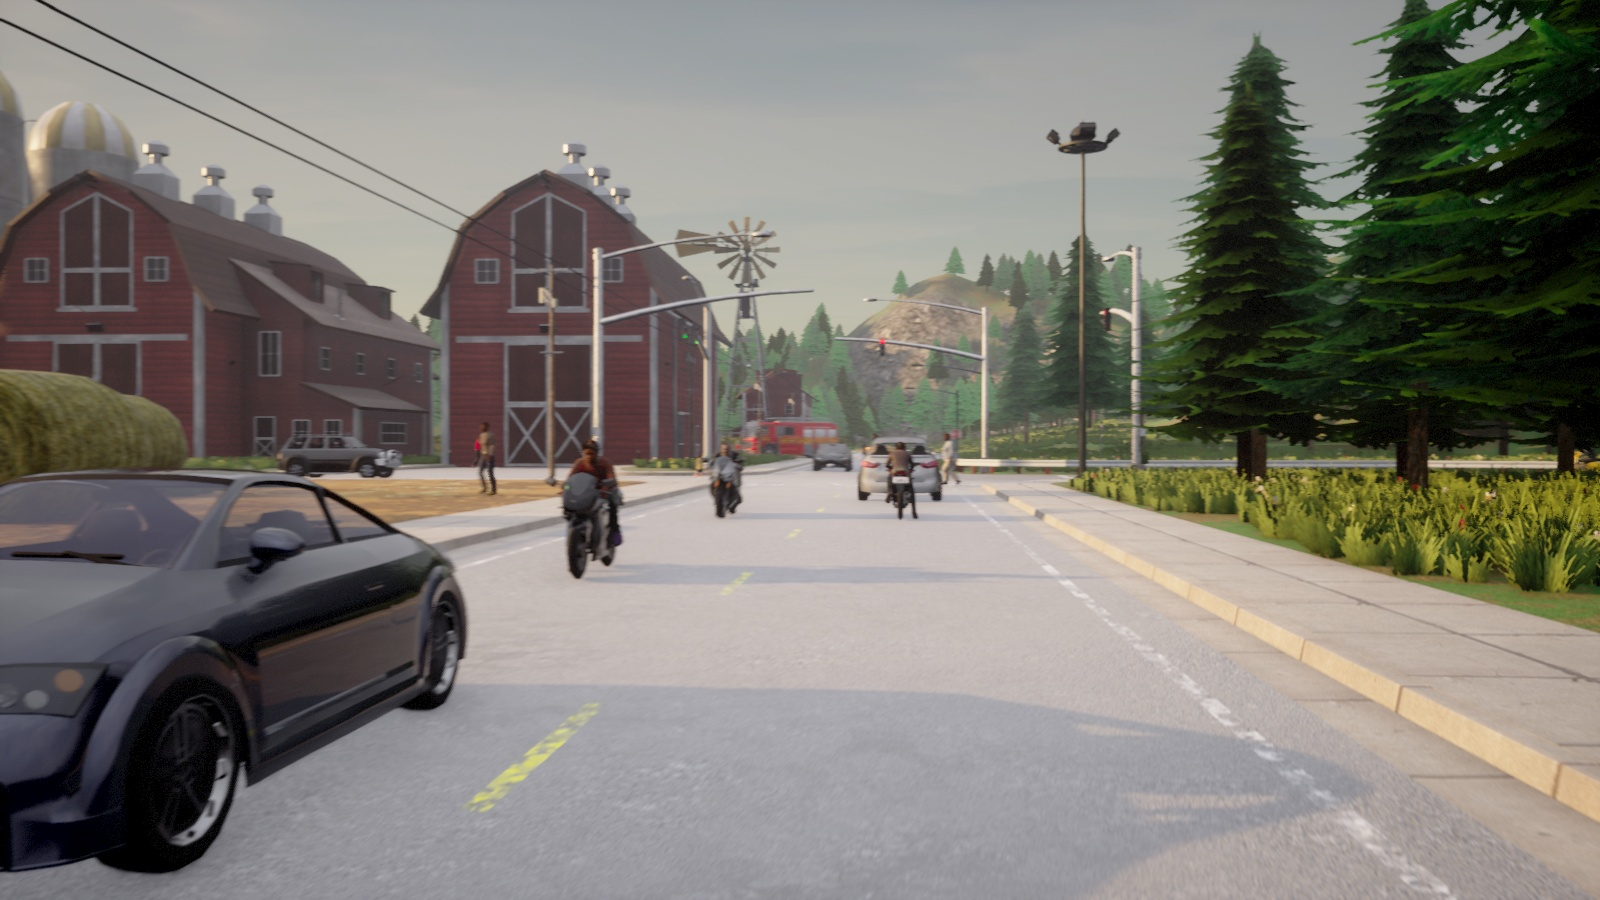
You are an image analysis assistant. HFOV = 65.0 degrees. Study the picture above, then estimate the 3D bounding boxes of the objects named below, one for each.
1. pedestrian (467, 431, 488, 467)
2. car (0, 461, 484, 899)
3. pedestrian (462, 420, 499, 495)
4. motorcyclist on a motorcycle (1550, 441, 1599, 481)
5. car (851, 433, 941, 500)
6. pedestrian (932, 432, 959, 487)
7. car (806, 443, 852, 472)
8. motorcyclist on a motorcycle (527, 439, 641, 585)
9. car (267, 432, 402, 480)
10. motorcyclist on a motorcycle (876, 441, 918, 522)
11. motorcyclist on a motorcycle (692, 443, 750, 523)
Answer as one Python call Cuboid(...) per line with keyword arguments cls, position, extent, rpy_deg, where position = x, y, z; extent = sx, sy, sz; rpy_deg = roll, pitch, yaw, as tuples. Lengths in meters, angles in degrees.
Cuboid(cls="pedestrian", position=(-16.674, -0.035, 64.905), extent=(0.899, 1.844, 0.634), rpy_deg=(0, 0, 5))
Cuboid(cls="car", position=(-3.061, 0.773, 5.648), extent=(1.994, 1.385, 4.181), rpy_deg=(0, 0, 4))
Cuboid(cls="pedestrian", position=(-7.797, 0.188, 30.667), extent=(0.328, 1.805, 0.869), rpy_deg=(0, 0, 39))
Cuboid(cls="motorcyclist on a motorcycle", position=(31.202, 0.441, 50.302), extent=(1.817, 1.590, 0.866), rpy_deg=(0, 0, 3))
Cuboid(cls="car", position=(2.579, 0.404, 33.641), extent=(2.242, 1.667, 4.611), rpy_deg=(0, 0, 5))
Cuboid(cls="pedestrian", position=(4.937, 0.308, 42.735), extent=(0.900, 1.855, 0.874), rpy_deg=(0, 0, 5))
Cuboid(cls="car", position=(1.568, 0.372, 66.528), extent=(2.163, 1.488, 4.792), rpy_deg=(0, 0, 4))
Cuboid(cls="motorcyclist on a motorcycle", position=(-2.403, 0.644, 14.226), extent=(0.797, 1.523, 2.044), rpy_deg=(0, 0, 4))
Cuboid(cls="car", position=(-18.359, 0.220, 49.664), extent=(4.605, 1.855, 1.932), rpy_deg=(0, 1, 3))
Cuboid(cls="motorcyclist on a motorcycle", position=(1.906, 0.591, 24.753), extent=(0.797, 1.523, 2.044), rpy_deg=(0, 0, 4))
Cuboid(cls="motorcyclist on a motorcycle", position=(-1.568, 0.636, 25.241), extent=(0.866, 1.530, 2.191), rpy_deg=(0, 0, 4))
